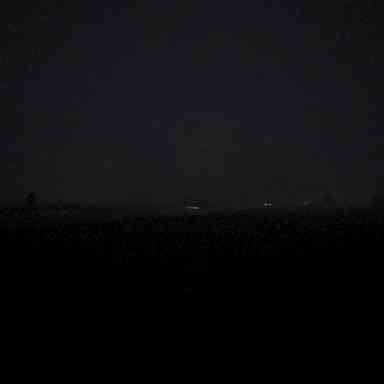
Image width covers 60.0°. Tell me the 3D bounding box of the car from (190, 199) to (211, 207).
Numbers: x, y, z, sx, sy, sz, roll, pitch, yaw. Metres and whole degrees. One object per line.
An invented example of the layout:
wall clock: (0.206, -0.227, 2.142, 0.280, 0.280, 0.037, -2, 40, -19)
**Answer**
car: (1.449, 1.918, 57.404, 1.994, 1.385, 4.181, 1, 1, 36)

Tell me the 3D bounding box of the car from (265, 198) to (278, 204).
car: (19.664, 2.250, 82.575, 1.994, 1.385, 4.181, 1, 0, 36)
